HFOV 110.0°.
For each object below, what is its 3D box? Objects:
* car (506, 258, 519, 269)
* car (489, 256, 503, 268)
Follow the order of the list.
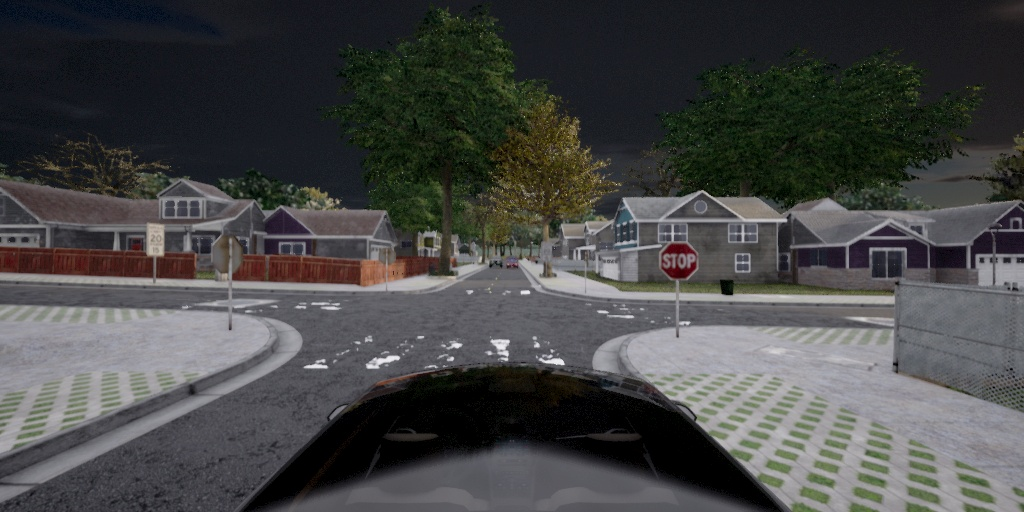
[{"bbox_3d":[0.038,1.322,56.849,1.895,1.301,4.718,0,0,0],"label":"car"},{"bbox_3d":[-2.708,0.941,61.381,2.150,2.045,5.566,0,0,0],"label":"car"}]
